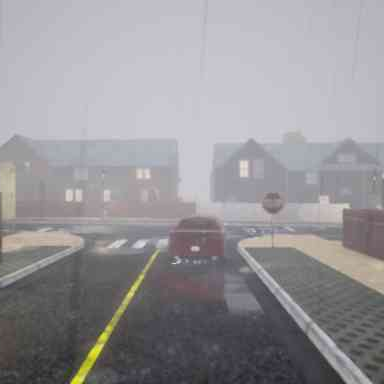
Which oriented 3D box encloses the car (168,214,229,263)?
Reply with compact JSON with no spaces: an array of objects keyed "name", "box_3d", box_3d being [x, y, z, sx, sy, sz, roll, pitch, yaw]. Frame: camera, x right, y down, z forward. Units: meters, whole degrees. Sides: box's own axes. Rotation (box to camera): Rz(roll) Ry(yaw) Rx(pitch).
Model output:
[{"name":"car","box_3d":[0.331,1.566,12.420,1.882,1.535,5.008,0,0,5]}]
